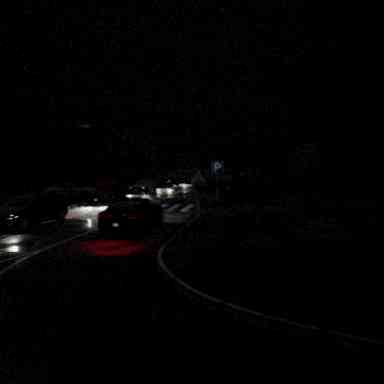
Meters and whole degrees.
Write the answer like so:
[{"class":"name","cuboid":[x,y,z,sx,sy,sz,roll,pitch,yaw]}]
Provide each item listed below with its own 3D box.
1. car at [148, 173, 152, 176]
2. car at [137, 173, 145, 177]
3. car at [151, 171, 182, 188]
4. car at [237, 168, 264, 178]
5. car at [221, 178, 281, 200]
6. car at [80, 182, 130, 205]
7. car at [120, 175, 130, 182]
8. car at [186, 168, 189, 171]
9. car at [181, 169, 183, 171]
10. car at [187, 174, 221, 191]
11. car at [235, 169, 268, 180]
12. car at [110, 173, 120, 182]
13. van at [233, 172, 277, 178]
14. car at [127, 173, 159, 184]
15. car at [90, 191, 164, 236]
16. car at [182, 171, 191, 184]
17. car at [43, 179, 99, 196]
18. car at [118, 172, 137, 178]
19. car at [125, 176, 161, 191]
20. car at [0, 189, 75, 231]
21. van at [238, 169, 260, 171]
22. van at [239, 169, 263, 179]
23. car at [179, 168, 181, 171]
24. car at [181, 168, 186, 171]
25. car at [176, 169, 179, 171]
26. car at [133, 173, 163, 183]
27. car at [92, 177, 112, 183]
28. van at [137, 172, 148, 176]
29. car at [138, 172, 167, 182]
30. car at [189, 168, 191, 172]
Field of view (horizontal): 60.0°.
[{"class":"car","cuboid":[-8.305,-1.960,51.402,5.366,1.575,1.946,-2,5,-11]},{"class":"car","cuboid":[-9.347,-1.448,45.571,5.008,1.535,2.097,-2,5,-12]},{"class":"car","cuboid":[-3.368,-1.579,45.286,2.097,1.767,4.553,1,5,14]},{"class":"car","cuboid":[13.051,-4.272,74.396,5.566,2.045,2.435,0,5,-11]},{"class":"car","cuboid":[5.580,-0.186,30.162,5.008,1.535,2.097,0,5,-10]},{"class":"car","cuboid":[-6.867,0.245,26.739,1.994,1.385,4.181,0,5,9]},{"class":"car","cuboid":[-10.213,-0.914,39.746,4.792,1.488,2.163,-2,5,-12]},{"class":"car","cuboid":[-4.082,-4.416,80.280,5.008,1.535,2.097,-2,5,-11]},{"class":"car","cuboid":[-4.990,-3.905,74.510,4.674,1.452,2.002,-2,4,-11]},{"class":"car","cuboid":[2.432,-0.973,39.193,5.008,1.535,1.882,1,5,16]},{"class":"car","cuboid":[11.233,-3.264,62.597,5.566,2.045,2.435,-1,5,-11]},{"class":"car","cuboid":[-10.578,-0.819,36.835,4.553,1.767,2.185,-2,5,-12]},{"class":"van","cuboid":[6.228,-0.668,33.105,4.442,1.987,1.878,0,5,-10]},{"class":"car","cuboid":[-8.066,-2.200,54.261,5.008,1.535,2.097,-2,5,-11]},{"class":"car","cuboid":[-2.672,0.995,15.544,1.882,1.535,5.008,0,3,8]},{"class":"car","cuboid":[-1.696,-2.113,53.419,1.812,1.442,4.674,0,5,8]},{"class":"car","cuboid":[-11.444,-0.149,31.027,4.674,1.452,2.002,-2,5,-12]},{"class":"car","cuboid":[-9.735,-1.322,42.653,4.553,1.767,2.185,-2,5,-12]},{"class":"car","cuboid":[-5.312,-0.640,36.504,1.812,1.442,4.674,1,5,12]},{"class":"car","cuboid":[-8.322,0.916,17.012,1.882,1.535,5.008,0,4,9]},{"class":"van","cuboid":[8.337,-1.694,44.879,4.442,1.987,1.878,0,5,-10]},{"class":"van","cuboid":[12.227,-3.751,68.518,4.442,1.987,1.878,-1,5,-11]},{"class":"car","cuboid":[-5.405,-3.826,71.602,4.553,1.767,2.185,-2,5,-11]},{"class":"car","cuboid":[-4.511,-4.308,77.380,4.553,1.767,2.185,-2,5,-11]},{"class":"car","cuboid":[-5.870,-3.453,68.719,5.008,1.535,2.097,-2,5,-11]},{"class":"car","cuboid":[-7.596,-2.422,57.160,4.792,1.488,2.163,-2,5,-11]},{"class":"car","cuboid":[-10.997,-0.413,33.944,4.792,1.488,2.163,-2,5,-12]},{"class":"van","cuboid":[-9.034,-1.920,48.428,4.442,1.987,1.878,-2,5,-11]},{"class":"car","cuboid":[-7.200,-2.701,60.047,5.008,1.535,2.097,-2,5,-11]},{"class":"car","cuboid":[-3.643,-4.641,83.170,5.008,1.535,2.097,-2,4,-11]}]
